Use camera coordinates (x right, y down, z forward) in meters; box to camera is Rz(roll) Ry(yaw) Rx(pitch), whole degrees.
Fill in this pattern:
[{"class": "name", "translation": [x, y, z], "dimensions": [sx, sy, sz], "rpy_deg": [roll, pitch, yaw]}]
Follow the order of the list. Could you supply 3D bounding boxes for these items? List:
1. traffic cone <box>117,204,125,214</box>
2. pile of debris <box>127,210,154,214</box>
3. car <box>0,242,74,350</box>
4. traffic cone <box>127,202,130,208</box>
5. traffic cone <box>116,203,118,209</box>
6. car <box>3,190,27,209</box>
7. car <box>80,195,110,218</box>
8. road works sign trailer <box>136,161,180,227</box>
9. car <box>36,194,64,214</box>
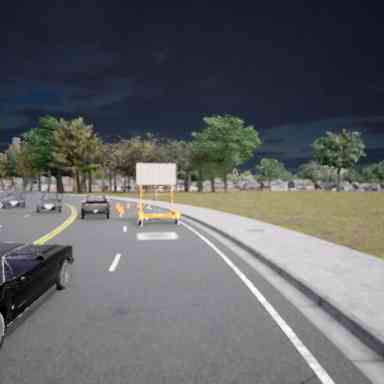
[{"class": "traffic cone", "translation": [-5.366, 1.383, 25.642], "dimensions": [0.340, 0.580, 0.340], "rpy_deg": [-1, 1, -16]}, {"class": "pile of debris", "translation": [-4.041, 1.579, 26.031], "dimensions": [1.860, 0.140, 1.500], "rpy_deg": [-1, 1, -16]}, {"class": "car", "translation": [-3.497, 1.478, 5.516], "dimensions": [1.895, 1.301, 4.718], "rpy_deg": [0, 1, -4]}, {"class": "traffic cone", "translation": [-6.070, 1.249, 31.682], "dimensions": [0.340, 0.580, 0.340], "rpy_deg": [-1, 1, -16]}, {"class": "traffic cone", "translation": [-5.921, 1.343, 27.563], "dimensions": [0.340, 0.580, 0.340], "rpy_deg": [-1, 1, -16]}, {"class": "car", "translation": [-17.469, 0.827, 32.895], "dimensions": [2.128, 1.511, 4.902], "rpy_deg": [-1, 1, -25]}, {"class": "car", "translation": [-6.842, 0.972, 23.595], "dimensions": [2.128, 1.511, 4.902], "rpy_deg": [-1, 1, -16]}, {"class": "road works sign trailer", "translation": [-2.090, 0.024, 19.278], "dimensions": [2.380, 3.560, 2.880], "rpy_deg": [-1, 1, -16]}, {"class": "car", "translation": [-11.786, 0.906, 27.679], "dimensions": [2.128, 1.511, 4.902], "rpy_deg": [-1, 1, -21]}]
